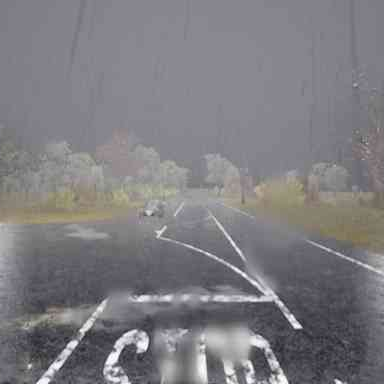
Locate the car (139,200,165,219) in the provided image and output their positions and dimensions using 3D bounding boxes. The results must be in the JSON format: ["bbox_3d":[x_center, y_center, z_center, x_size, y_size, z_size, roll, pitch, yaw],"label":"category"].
[{"bbox_3d":[-3.390,1.458,28.798,2.128,1.511,4.902,0,0,0],"label":"car"}]
